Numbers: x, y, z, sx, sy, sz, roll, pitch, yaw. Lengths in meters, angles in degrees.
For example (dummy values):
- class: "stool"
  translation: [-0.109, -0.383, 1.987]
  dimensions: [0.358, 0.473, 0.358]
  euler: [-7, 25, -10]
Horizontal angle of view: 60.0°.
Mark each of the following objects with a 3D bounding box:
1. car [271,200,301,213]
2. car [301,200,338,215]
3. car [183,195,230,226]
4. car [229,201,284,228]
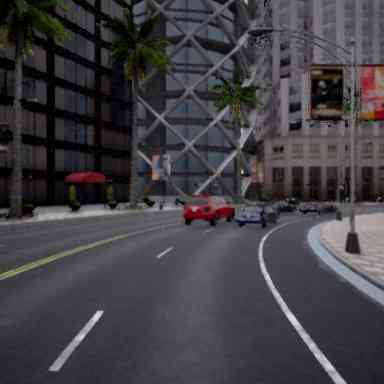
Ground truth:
- class: "car"
  translation: [8.982, 1.566, 34.884]
  dimensions: [5.357, 1.411, 2.033]
  euler: [0, 0, -45]
- class: "car"
  translation: [12.970, 1.565, 33.787]
  dimensions: [5.357, 1.411, 2.033]
  euler: [0, 0, -43]
- class: "car"
  translation: [1.302, 1.236, 23.951]
  dimensions: [2.150, 2.045, 5.566]
  euler: [0, 0, 25]
- class: "car"
  translation: [4.555, 1.560, 22.687]
  dimensions: [2.033, 1.411, 5.357]
  euler: [0, 0, 26]
